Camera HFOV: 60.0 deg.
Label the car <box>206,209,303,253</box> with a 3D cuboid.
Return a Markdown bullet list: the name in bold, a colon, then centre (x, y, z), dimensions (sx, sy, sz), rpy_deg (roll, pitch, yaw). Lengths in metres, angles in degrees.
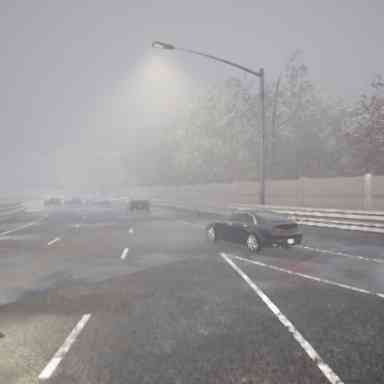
- **car**: centre (2.347, 1.491, 13.803), dimensions (1.837, 1.490, 4.892), rpy_deg (-1, 0, -28)

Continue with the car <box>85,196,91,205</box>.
- **car**: centre (-17.974, 1.678, 60.902), dimensions (2.033, 1.411, 5.357), rpy_deg (0, 0, -35)

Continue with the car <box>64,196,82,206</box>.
- **car**: centre (-21.223, 1.504, 59.369), dimensions (2.097, 1.767, 4.553), rpy_deg (0, 0, -35)

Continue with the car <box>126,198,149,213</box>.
- **car**: centre (-5.856, 1.409, 35.257), dimensions (1.882, 1.535, 5.008), rpy_deg (-2, -4, -19)

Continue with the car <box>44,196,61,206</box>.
- **car**: centre (-24.153, 1.522, 57.455), dimensions (2.097, 1.767, 4.553), rpy_deg (0, 0, -35)

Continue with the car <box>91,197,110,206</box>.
- **car**: centre (-15.218, 1.633, 56.293), dimensions (1.812, 1.442, 4.674), rpy_deg (0, 0, -31)
